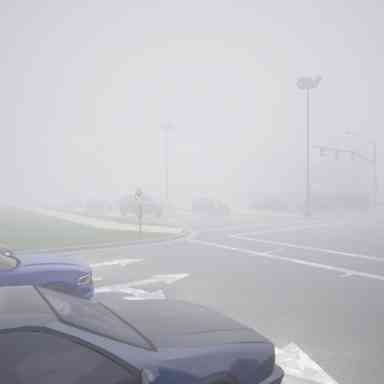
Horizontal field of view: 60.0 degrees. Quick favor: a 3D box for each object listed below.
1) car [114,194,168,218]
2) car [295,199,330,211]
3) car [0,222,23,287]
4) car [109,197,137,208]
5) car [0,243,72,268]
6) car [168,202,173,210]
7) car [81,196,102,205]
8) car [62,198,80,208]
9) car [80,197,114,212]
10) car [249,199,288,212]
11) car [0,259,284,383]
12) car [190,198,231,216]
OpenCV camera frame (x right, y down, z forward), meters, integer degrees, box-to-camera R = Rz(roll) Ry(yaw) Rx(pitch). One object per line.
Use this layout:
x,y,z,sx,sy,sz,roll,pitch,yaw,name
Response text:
-4.766,1.221,30.354,2.150,2.045,5.566,0,0,-36,car
14.810,1.564,41.066,1.994,1.385,4.181,0,0,-35,car
-6.441,1.564,7.772,4.181,1.385,1.994,0,0,-35,car
-10.476,1.547,50.088,2.033,1.411,5.357,0,0,-36,car
-4.078,1.478,5.157,5.008,1.535,1.882,0,0,-35,car
-4.203,1.492,41.462,2.128,1.511,4.902,0,0,-36,car
-18.579,1.548,61.468,2.033,1.411,5.357,0,0,-35,car
-16.825,1.564,46.937,1.994,1.385,4.181,0,0,-36,car
-10.933,1.492,38.811,2.128,1.511,4.902,0,0,-36,car
8.583,1.491,37.848,2.128,1.511,4.902,0,0,-36,car
-1.685,1.547,2.560,5.357,1.411,2.033,0,0,-35,car
1.831,1.352,33.193,2.097,1.767,4.553,0,0,-36,car
